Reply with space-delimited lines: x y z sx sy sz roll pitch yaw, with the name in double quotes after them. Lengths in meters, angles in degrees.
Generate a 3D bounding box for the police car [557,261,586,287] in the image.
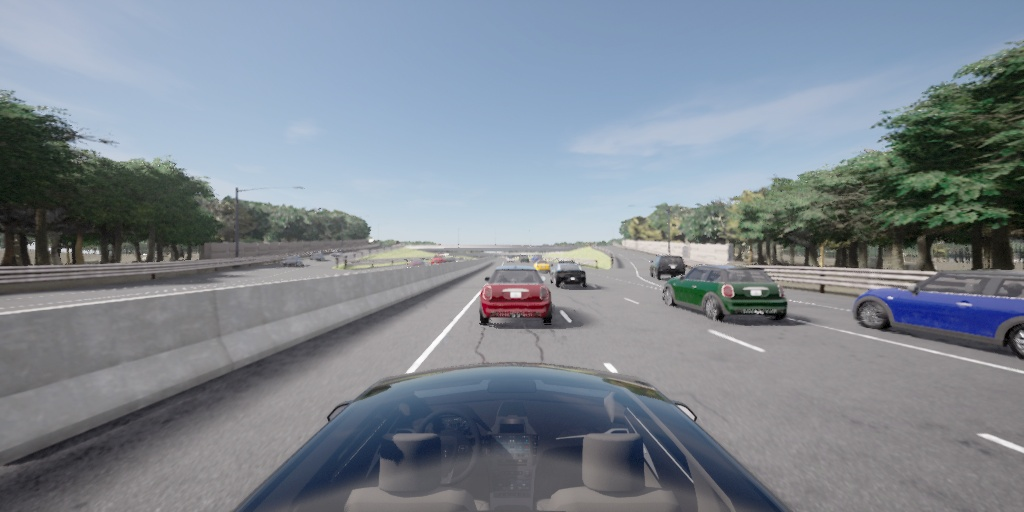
3.615 1.143 23.921 1.930 1.638 5.238 0 0 0 "police car"

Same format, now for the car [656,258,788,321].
7.108 1.087 12.557 2.097 1.767 4.553 0 0 0 "car"

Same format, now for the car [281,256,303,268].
-30.723 0.791 50.305 1.837 1.490 4.892 0 2 -18 "car"

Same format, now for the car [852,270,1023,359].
10.622 1.093 8.179 2.097 1.767 4.553 0 0 0 "car"

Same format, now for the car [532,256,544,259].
3.580 1.146 43.585 1.801 1.575 5.366 0 0 0 "car"

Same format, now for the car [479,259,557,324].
0.108 1.087 12.031 2.097 1.767 4.553 0 0 0 "car"

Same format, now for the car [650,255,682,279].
13.145 0.958 30.427 2.150 2.045 5.566 1 0 14 "car"

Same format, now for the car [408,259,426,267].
-14.135 1.189 53.766 1.812 1.442 4.674 0 0 0 "car"
